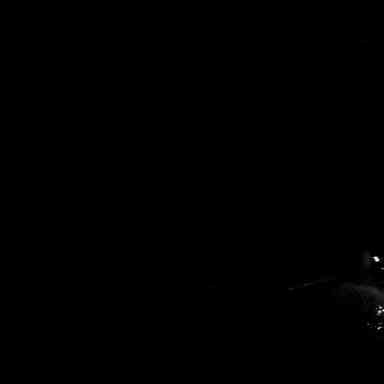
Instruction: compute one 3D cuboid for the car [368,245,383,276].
[{"bbox_3d":[6.891,1.495,8.900,5.357,1.411,2.033,0,0,-35],"label":"car"}]
